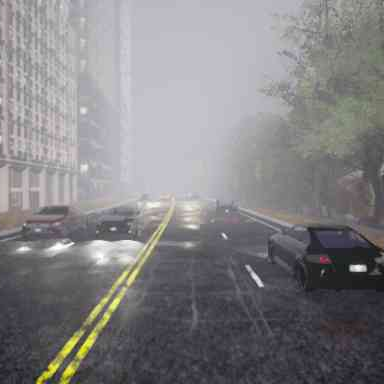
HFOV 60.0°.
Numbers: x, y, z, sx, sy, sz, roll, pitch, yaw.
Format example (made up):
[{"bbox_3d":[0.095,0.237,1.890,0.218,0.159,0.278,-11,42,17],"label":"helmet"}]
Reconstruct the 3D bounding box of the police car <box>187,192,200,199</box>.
[{"bbox_3d":[0.572,0.774,74.916,2.038,1.542,4.974,0,1,-4],"label":"police car"}]

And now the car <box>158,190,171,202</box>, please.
[{"bbox_3d":[-4.876,0.918,58.077,1.882,1.535,5.008,0,1,-3],"label":"car"}]

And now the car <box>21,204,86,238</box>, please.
[{"bbox_3d":[-6.708,1.368,16.722,1.812,1.442,4.674,0,1,-1],"label":"car"}]

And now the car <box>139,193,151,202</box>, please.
[{"bbox_3d":[-8.120,0.950,57.873,1.837,1.490,4.892,0,1,-3],"label":"car"}]

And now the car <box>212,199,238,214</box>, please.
[{"bbox_3d":[2.949,1.308,30.769,1.895,1.301,4.718,0,1,-2],"label":"car"}]

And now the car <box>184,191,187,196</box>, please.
[{"bbox_3d":[-0.323,0.680,85.936,1.812,1.442,4.674,0,1,-5],"label":"car"}]

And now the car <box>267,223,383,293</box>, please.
[{"bbox_3d":[3.324,1.481,8.680,1.994,1.385,4.181,0,1,0],"label":"car"}]

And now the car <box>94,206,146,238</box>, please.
[{"bbox_3d":[-3.455,1.407,16.550,1.994,1.385,4.181,0,1,-1],"label":"car"}]
